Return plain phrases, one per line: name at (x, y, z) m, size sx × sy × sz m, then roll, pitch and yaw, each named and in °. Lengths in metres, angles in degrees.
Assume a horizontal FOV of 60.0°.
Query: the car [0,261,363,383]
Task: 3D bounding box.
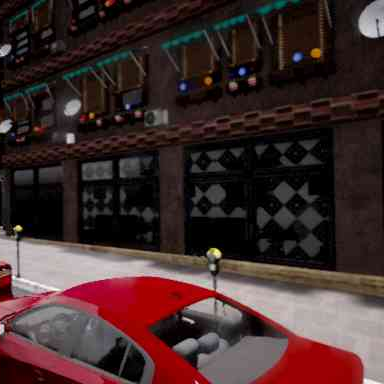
car at (-0.759, 1.542, 3.287) m, size 4.507 × 1.381 × 1.887 m, roll 0°, pitch -1°, yaw 36°
